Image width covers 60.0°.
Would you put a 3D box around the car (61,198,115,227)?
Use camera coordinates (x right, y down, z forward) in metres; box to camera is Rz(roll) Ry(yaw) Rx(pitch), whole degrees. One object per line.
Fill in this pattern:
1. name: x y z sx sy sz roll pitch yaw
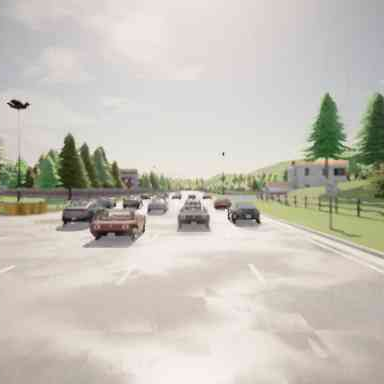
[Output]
1. car: -6.896 1.357 21.847 2.128 1.511 4.902 0 0 0

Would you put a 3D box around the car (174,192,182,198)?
1. car: -3.486 0.812 84.844 1.837 1.490 4.892 0 0 0

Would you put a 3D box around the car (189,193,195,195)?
1. car: 0.013 1.060 74.425 2.128 1.511 4.902 0 0 0

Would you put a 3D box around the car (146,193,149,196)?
1. car: -10.487 1.058 74.843 2.128 1.511 4.902 0 0 0

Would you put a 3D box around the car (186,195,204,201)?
1. car: 0.106 1.369 37.695 1.895 1.301 4.718 0 0 0

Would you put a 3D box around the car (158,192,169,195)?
1. car: -6.987 1.085 74.809 1.994 1.385 4.181 0 0 0

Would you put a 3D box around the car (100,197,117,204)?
1. car: -10.391 1.318 39.910 1.994 1.385 4.181 0 0 0

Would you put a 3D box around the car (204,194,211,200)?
1. car: 3.513 1.084 75.258 1.994 1.385 4.181 0 0 0

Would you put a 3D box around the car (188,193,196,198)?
1. car: 0.014 0.864 84.844 1.994 1.385 4.181 0 0 0

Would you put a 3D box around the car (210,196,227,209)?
1. car: 3.607 1.319 39.900 1.994 1.385 4.181 0 0 0

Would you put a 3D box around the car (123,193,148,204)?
1. car: -6.894 1.251 39.139 2.128 1.511 4.902 0 0 0

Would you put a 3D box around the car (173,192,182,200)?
1. car: -3.487 1.086 74.842 1.994 1.385 4.181 0 0 0

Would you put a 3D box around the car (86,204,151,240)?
1. car: -3.396 1.500 16.278 1.895 1.301 4.718 0 0 0

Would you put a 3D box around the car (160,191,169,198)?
1. car: -6.986 0.667 84.814 2.097 1.767 4.553 0 0 0

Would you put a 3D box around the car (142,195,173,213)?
1. car: -3.394 1.339 33.799 2.033 1.411 5.357 0 0 0

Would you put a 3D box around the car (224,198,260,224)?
1. car: 3.589 1.381 23.463 1.812 1.442 4.674 0 0 0

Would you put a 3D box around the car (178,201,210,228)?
1. car: 0.104 1.471 21.087 1.895 1.301 4.718 0 0 0
